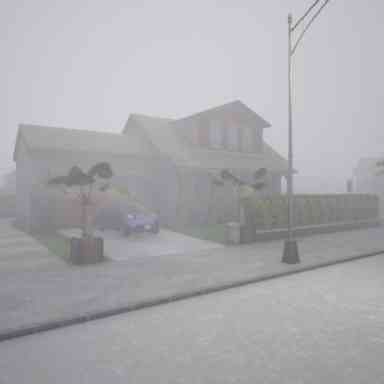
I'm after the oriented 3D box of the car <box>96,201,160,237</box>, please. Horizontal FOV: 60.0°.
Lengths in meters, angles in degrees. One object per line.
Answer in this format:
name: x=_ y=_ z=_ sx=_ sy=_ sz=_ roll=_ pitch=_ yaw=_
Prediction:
car: x=-2.970 y=1.149 z=15.327 sx=1.845 sy=1.501 sz=3.633 roll=0 pitch=0 yaw=-38
